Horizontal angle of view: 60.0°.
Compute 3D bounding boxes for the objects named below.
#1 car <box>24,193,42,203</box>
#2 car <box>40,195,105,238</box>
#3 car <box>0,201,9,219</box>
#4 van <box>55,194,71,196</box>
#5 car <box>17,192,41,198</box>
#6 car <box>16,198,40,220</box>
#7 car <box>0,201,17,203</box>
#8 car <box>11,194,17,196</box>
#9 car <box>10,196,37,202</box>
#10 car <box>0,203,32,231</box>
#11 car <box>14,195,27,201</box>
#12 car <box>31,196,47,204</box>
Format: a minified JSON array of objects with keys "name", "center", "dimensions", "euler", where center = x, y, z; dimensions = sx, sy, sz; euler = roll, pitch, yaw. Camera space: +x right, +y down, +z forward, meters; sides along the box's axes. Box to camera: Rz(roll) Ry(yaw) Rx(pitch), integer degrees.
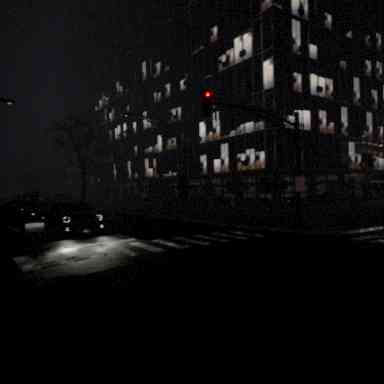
[{"name":"car","center":[-29.649,1.063,61.973],"dimensions":[2.192,1.841,5.009],"euler":[-1,1,-34]},{"name":"car","center":[-6.276,1.259,17.507],"dimensions":[2.097,1.767,4.553],"euler":[-2,1,-35]},{"name":"car","center":[-17.375,1.546,29.060],"dimensions":[1.947,1.339,4.313],"euler":[-1,1,-34]},{"name":"van","center":[-16.827,1.095,43.198],"dimensions":[1.690,1.788,3.998],"euler":[-1,1,-34]},{"name":"car","center":[-23.137,1.044,47.828],"dimensions":[2.150,2.045,5.566],"euler":[-2,1,-34]},{"name":"car","center":[-12.077,1.456,25.981],"dimensions":[2.033,1.411,5.357],"euler":[-2,1,-34]},{"name":"car","center":[-14.217,1.563,24.335],"dimensions":[1.802,1.307,4.206],"euler":[-1,1,-34]},{"name":"car","center":[-29.105,1.345,56.583],"dimensions":[1.812,1.442,4.674],"euler":[-2,1,-34]},{"name":"car","center":[-17.889,1.457,34.499],"dimensions":[2.033,1.411,5.357],"euler":[-2,1,-34]},{"name":"car","center":[-11.026,1.547,19.629],"dimensions":[1.947,1.339,4.313],"euler":[-1,1,-34]},{"name":"car","center":[-39.262,1.293,76.056],"dimensions":[2.008,1.369,4.403],"euler":[-1,1,-34]},{"name":"car","center":[-26.439,1.332,57.282],"dimensions":[1.802,1.307,4.206],"euler":[-1,1,-34]}]
